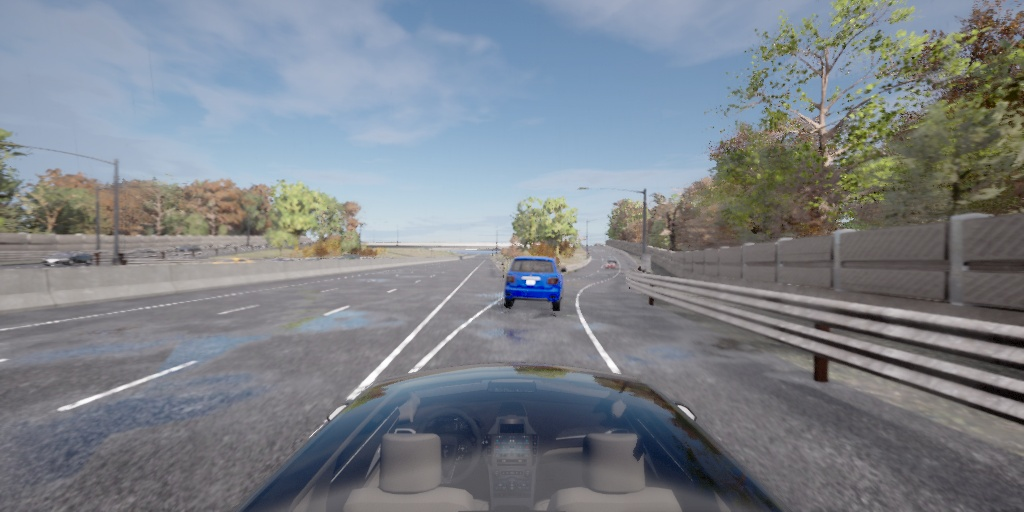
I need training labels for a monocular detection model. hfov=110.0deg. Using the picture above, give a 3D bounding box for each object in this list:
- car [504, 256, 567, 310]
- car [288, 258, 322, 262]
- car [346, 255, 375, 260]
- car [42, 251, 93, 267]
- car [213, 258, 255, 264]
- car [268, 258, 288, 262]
[{"bbox_3d":[1.105,1.043,15.509,2.150,2.045,5.566,2,0,9],"label":"car"},{"bbox_3d":[-24.001,1.057,42.555,1.837,1.490,4.892,0,0,-3],"label":"car"},{"bbox_3d":[-25.030,1.053,59.260,2.128,1.511,4.902,0,0,-3],"label":"car"},{"bbox_3d":[-44.876,0.256,36.309,2.128,1.511,4.902,0,1,-27],"label":"car"},{"bbox_3d":[-30.845,0.969,39.754,1.882,1.535,5.008,0,0,-3],"label":"car"},{"bbox_3d":[-27.495,1.013,42.372,2.128,1.511,4.902,0,0,-3],"label":"car"}]
